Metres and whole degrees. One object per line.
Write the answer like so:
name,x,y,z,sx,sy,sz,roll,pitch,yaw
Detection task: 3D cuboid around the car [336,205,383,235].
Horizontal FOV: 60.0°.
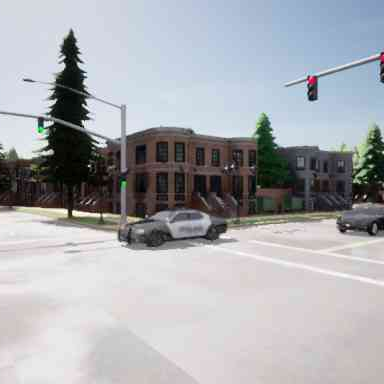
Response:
car,10.052,1.502,18.728,4.892,1.490,1.837,0,0,-37

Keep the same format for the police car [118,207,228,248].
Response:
police car,-0.800,1.504,14.920,4.974,1.542,2.038,0,0,-37
